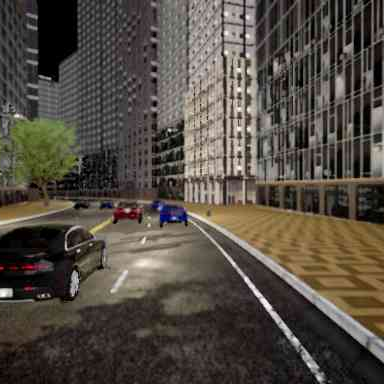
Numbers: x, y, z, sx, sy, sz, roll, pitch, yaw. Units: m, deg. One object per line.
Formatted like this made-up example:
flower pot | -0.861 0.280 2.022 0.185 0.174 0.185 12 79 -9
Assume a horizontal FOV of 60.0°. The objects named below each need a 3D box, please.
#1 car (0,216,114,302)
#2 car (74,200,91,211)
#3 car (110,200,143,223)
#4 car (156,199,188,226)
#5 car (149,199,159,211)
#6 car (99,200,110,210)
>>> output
car | -3.420 1.539 8.291 1.837 1.490 4.892 0 0 -2
car | -14.868 1.808 45.291 1.895 1.301 4.718 0 0 -12
car | -4.991 1.444 26.500 2.097 1.767 4.553 0 0 -7
car | -1.405 1.544 23.873 1.882 1.535 5.008 0 0 -6
car | -4.265 1.652 42.458 1.812 1.442 4.674 0 0 -11
car | -11.621 1.785 45.614 1.895 1.301 4.718 0 0 -12
